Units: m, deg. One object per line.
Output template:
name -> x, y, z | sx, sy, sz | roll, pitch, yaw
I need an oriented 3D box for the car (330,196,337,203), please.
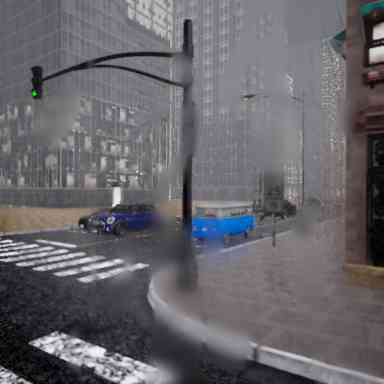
car -> 26.887, 1.425, 66.379 | 1.967, 1.590, 4.097 | 0, 0, 35

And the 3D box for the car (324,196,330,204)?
car -> 23.680, 1.541, 61.870 | 2.008, 1.369, 4.403 | 0, 0, 35

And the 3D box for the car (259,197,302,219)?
car -> 7.927, 1.418, 29.896 | 2.097, 1.767, 4.553 | 0, 0, 35

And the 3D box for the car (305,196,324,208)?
car -> 17.030, 1.551, 47.877 | 1.812, 1.442, 4.674 | 0, 0, 35

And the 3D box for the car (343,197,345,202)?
car -> 33.299, 1.521, 75.396 | 1.887, 1.381, 4.507 | 0, 0, 35

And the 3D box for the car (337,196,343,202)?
car -> 30.093, 1.531, 70.887 | 2.008, 1.369, 4.403 | 0, 0, 35

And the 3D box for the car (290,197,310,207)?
car -> 17.169, 1.528, 52.714 | 1.752, 1.417, 4.829 | 0, 0, 35

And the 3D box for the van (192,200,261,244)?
van -> 1.654, 1.448, 16.433 | 1.690, 1.788, 3.998 | 1, 0, 35

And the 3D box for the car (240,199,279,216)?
car -> 6.958, 1.537, 33.875 | 2.128, 1.511, 4.902 | 0, 0, 35

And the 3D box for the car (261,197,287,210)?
car -> 10.854, 1.456, 43.834 | 1.967, 1.590, 4.097 | 0, 0, 35

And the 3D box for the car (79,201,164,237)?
car -> -3.692, 1.430, 18.909 | 2.097, 1.767, 4.553 | 0, 0, 35
